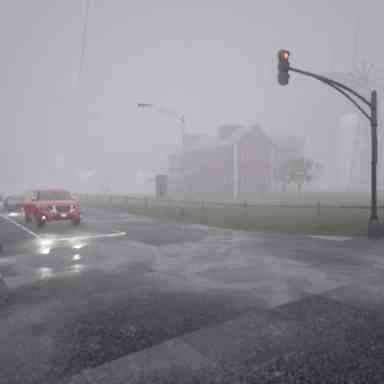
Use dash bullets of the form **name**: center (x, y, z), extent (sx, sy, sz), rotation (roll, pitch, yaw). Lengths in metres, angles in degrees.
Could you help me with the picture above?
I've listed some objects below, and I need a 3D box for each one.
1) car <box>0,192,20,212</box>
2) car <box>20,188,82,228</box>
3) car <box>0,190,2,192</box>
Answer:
- **car**: center (-15.588, 0.960, 29.714), extent (2.033, 1.411, 5.357), rotation (0, 1, -36)
- **car**: center (-8.187, 0.813, 19.342), extent (2.150, 2.045, 5.566), rotation (0, 1, -36)
- **car**: center (-27.299, 0.484, 46.271), extent (2.097, 1.767, 4.553), rotation (0, 1, -35)
